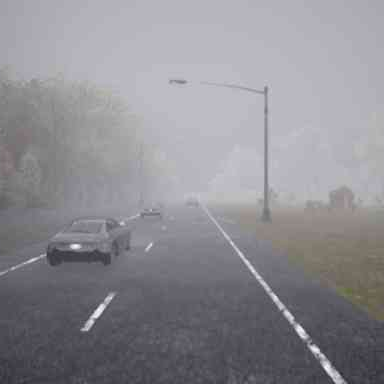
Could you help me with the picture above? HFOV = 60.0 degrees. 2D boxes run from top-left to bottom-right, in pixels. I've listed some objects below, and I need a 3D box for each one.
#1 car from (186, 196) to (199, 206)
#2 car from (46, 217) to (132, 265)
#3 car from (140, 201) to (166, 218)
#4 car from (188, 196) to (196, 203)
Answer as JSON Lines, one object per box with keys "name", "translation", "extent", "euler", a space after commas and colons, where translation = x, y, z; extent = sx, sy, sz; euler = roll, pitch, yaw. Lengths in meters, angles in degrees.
{"name": "car", "translation": [0.095, 1.559, 54.447], "extent": [1.994, 1.385, 4.181], "euler": [0, 0, 0]}
{"name": "car", "translation": [-3.401, 1.562, 11.719], "extent": [1.994, 1.385, 4.181], "euler": [0, 0, 0]}
{"name": "car", "translation": [-3.404, 1.544, 29.708], "extent": [2.033, 1.411, 5.357], "euler": [0, 0, 0]}
{"name": "car", "translation": [-0.003, 1.521, 72.996], "extent": [1.812, 1.442, 4.674], "euler": [0, 0, 0]}
